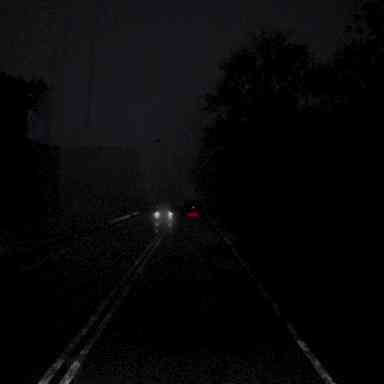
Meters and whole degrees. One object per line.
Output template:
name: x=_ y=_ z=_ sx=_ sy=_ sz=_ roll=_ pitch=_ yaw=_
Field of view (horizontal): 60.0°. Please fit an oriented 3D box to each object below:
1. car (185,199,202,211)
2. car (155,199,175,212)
car: x=0.181 y=1.612 z=42.293 sx=1.837 sy=1.490 sz=4.892 roll=0 pitch=0 yaw=0
car: x=-3.258 y=1.620 z=39.746 sx=1.812 sy=1.442 sz=4.674 roll=0 pitch=0 yaw=1
